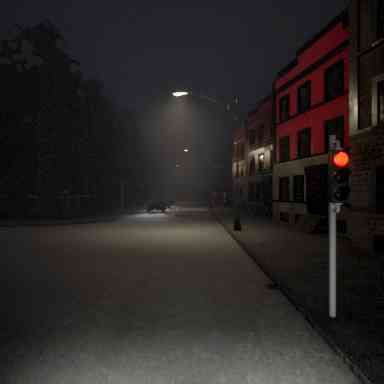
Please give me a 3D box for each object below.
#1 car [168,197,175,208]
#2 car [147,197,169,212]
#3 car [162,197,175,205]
[{"bbox_3d":[-4.039,1.491,48.023,2.128,1.511,4.902,0,0,0],"label":"car"},{"bbox_3d":[-4.055,1.601,38.645,1.895,1.301,4.718,0,0,0],"label":"car"},{"bbox_3d":[-4.005,1.601,58.039,1.895,1.301,4.718,0,0,0],"label":"car"}]
